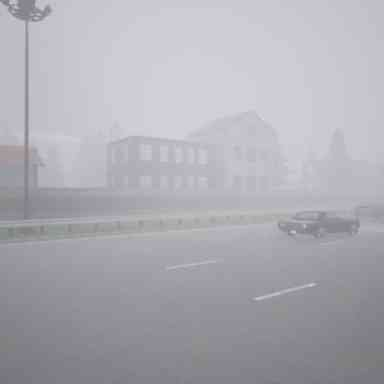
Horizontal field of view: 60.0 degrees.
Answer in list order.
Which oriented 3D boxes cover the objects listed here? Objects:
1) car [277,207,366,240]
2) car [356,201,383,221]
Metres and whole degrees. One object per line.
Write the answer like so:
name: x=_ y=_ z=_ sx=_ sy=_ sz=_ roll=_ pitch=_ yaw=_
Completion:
car: x=6.634 y=1.614 z=17.073 sx=4.718 sy=1.301 sz=1.895 roll=0 pitch=0 yaw=-35
car: x=15.345 y=1.516 z=27.589 sx=4.902 sy=1.511 sz=2.128 roll=0 pitch=0 yaw=-36
